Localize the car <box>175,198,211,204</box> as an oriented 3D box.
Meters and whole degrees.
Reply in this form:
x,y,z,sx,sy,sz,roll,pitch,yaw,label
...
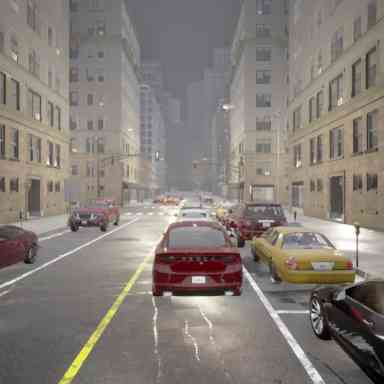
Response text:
x,y,z,sx,sy,sz,roll,pitch,yaw,label
0.074,1.454,25.333,2.128,1.511,4.902,0,0,0,car

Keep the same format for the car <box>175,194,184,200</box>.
x,y,z,sx,sy,sz,roll,pitch,yaw,label
-2.998,1.184,80.786,1.812,1.442,4.674,0,0,0,car

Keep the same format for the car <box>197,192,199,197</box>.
x,y,z,sx,sy,sz,roll,pitch,yaw,label
2.772,1.250,79.639,1.802,1.307,4.206,1,0,0,car

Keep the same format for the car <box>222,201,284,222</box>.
x,y,z,sx,sy,sz,roll,pitch,yaw,label
2.768,1.302,14.734,2.192,1.841,5.009,0,0,0,car

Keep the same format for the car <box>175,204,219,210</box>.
x,y,z,sx,sy,sz,roll,pitch,yaw,label
0.099,1.510,16.191,1.812,1.442,4.674,0,0,0,car

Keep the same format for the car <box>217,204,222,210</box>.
x,y,z,sx,sy,sz,roll,pitch,yaw,label
2.767,1.558,20.285,1.802,1.307,4.206,0,0,0,car

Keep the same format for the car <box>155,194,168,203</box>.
x,y,z,sx,sy,sz,roll,pitch,yaw,label
-5.753,1.224,63.374,1.967,1.590,4.097,1,0,0,car

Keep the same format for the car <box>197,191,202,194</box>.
x,y,z,sx,sy,sz,roll,pitch,yaw,label
2.774,1.024,90.483,1.967,1.590,4.097,1,0,0,car

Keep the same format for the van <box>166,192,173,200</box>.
x,y,z,sx,sy,sz,roll,pitch,yaw,label
-5.750,0.968,85.066,1.690,1.788,3.998,1,0,0,van

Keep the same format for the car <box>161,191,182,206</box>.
x,y,z,sx,sy,sz,roll,pitch,yaw,label
-3.147,1.204,51.783,2.097,1.767,4.553,0,0,2,car

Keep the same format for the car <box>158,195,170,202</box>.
x,y,z,sx,sy,sz,roll,pitch,yaw,label
-5.754,1.292,68.798,1.887,1.381,4.507,1,0,0,car

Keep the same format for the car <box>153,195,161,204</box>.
x,y,z,sx,sy,sz,roll,pitch,yaw,label
-5.755,1.361,57.951,1.887,1.381,4.507,0,0,0,car

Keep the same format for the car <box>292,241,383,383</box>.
x,y,z,sx,sy,sz,roll,pitch,yaw,label
2.765,1.566,3.628,1.947,1.339,4.313,0,0,0,car

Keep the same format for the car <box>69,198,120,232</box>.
x,y,z,sx,sy,sz,roll,pitch,yaw,label
-5.757,1.291,20.292,2.192,1.841,5.009,0,0,0,car

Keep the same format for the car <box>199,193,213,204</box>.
x,y,z,sx,sy,sz,roll,pitch,yaw,label
2.770,1.367,57.943,2.008,1.369,4.403,0,0,0,car

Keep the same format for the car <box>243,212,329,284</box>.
x,y,z,sx,sy,sz,roll,pitch,yaw,label
2.766,1.520,9.349,1.752,1.417,4.829,0,0,0,car

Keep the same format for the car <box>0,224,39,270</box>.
x,y,z,sx,sy,sz,roll,pitch,yaw,label
-5.760,1.577,9.187,1.802,1.307,4.206,0,0,0,car

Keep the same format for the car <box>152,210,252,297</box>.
x,y,z,sx,sy,sz,roll,pitch,yaw,label
0.073,1.473,8.638,1.882,1.535,5.008,0,0,-1,car

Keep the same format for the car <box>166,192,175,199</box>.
x,y,z,sx,sy,sz,roll,pitch,yaw,label
-5.750,0.899,90.488,2.192,1.841,5.009,1,0,0,car

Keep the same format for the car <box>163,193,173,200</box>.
x,y,z,sx,sy,sz,roll,pitch,yaw,label
-5.752,1.108,79.644,1.967,1.590,4.097,1,0,0,car

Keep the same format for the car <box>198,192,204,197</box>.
x,y,z,sx,sy,sz,roll,pitch,yaw,label
2.772,1.271,68.959,1.752,1.417,4.829,1,0,0,car
